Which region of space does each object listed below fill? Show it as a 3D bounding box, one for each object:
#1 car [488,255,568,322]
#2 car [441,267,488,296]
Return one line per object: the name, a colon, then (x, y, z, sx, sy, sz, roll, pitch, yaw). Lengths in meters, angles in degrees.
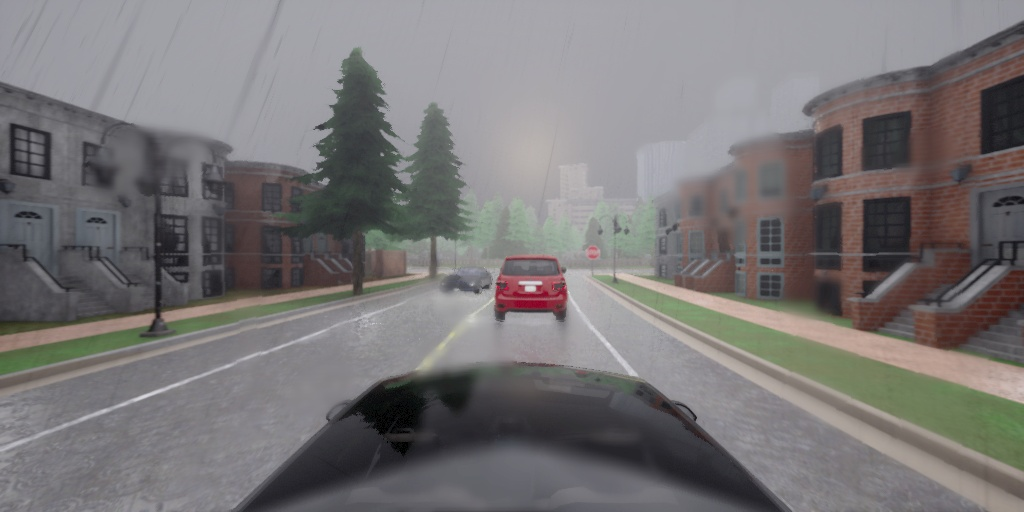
car: (0.719, 0.972, 12.440, 2.150, 2.045, 5.566, 0, 0, 5)
car: (-2.302, 1.292, 19.842, 2.033, 1.411, 5.357, 0, 0, 7)
